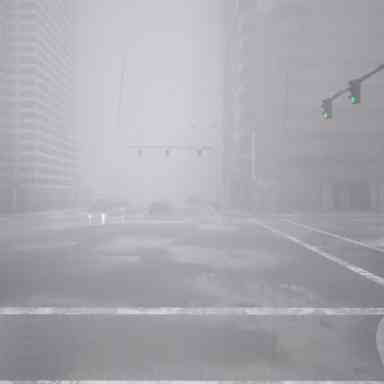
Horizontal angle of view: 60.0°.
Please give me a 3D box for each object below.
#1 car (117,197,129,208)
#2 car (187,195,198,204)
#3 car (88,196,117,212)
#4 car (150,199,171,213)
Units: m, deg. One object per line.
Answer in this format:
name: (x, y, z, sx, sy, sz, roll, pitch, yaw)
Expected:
car: (-10.620, 1.526, 49.635, 1.812, 1.442, 4.674, 0, 0, 0)
car: (0.063, 1.352, 63.504, 2.097, 1.767, 4.553, 0, 0, 0)
car: (-10.624, 1.505, 39.376, 1.837, 1.490, 4.892, 0, 0, 0)
car: (-3.482, 1.525, 36.843, 1.812, 1.442, 4.674, 0, 0, 1)
